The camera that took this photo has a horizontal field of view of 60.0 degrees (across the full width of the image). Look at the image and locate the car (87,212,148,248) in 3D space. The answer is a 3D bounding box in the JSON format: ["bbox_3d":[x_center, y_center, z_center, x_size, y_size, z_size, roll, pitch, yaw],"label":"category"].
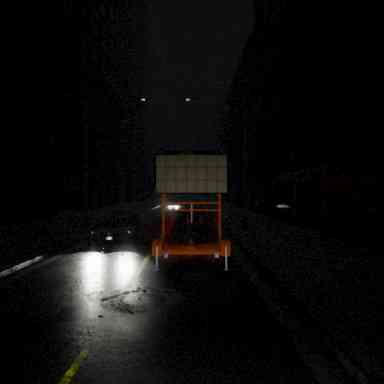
[{"bbox_3d":[-3.120,1.570,14.567,1.994,1.385,4.181,0,0,0],"label":"car"}]

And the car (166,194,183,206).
[{"bbox_3d":[-3.162,1.543,57.986,2.128,1.511,4.902,0,0,0],"label":"car"}]

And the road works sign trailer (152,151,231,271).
[{"bbox_3d":[-0.014,0.468,10.927,2.380,3.560,2.880,0,0,0],"label":"road works sign trailer"}]
